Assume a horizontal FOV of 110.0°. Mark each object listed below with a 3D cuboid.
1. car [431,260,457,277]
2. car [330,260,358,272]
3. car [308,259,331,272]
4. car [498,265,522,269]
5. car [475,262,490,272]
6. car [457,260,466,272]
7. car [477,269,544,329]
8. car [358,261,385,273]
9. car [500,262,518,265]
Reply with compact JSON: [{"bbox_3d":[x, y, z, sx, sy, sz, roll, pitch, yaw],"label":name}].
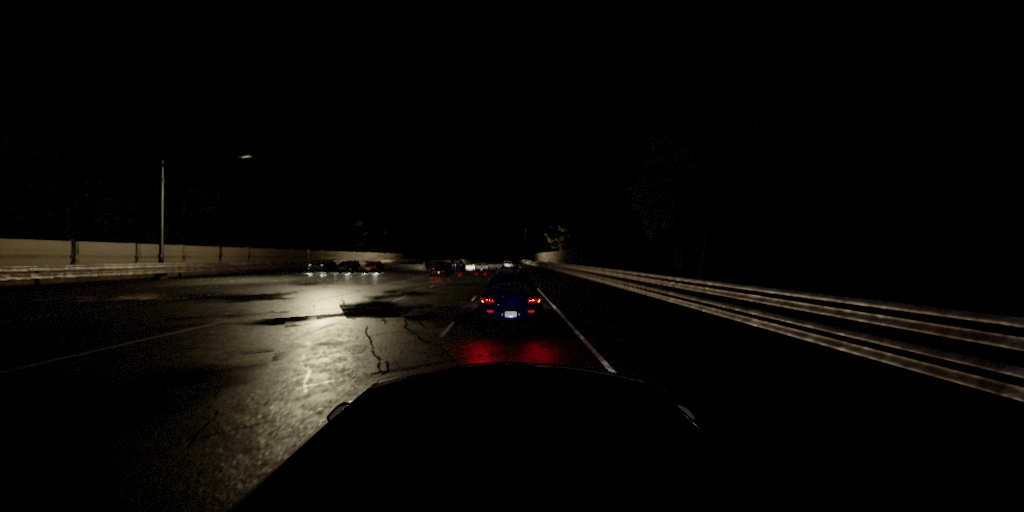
[{"bbox_3d":[-7.337,1.382,38.080,1.837,1.490,4.892,0,0,-1],"label":"car"},{"bbox_3d":[-21.762,1.382,47.718,1.837,1.490,4.892,0,0,-1],"label":"car"},{"bbox_3d":[-25.255,1.210,47.962,2.097,1.767,4.553,1,-1,-1],"label":"car"},{"bbox_3d":[-0.145,1.421,21.784,1.895,1.301,4.718,0,0,-1],"label":"car"},{"bbox_3d":[-4.153,1.550,50.417,1.895,1.301,4.718,0,0,-2],"label":"car"},{"bbox_3d":[-7.637,1.286,49.756,2.097,1.767,4.553,0,0,-2],"label":"car"},{"bbox_3d":[-0.043,1.303,11.247,1.812,1.442,4.674,0,0,0],"label":"car"},{"bbox_3d":[-18.256,1.413,47.584,1.812,1.442,4.674,0,0,-2],"label":"car"},{"bbox_3d":[-0.192,1.357,31.129,2.128,1.511,4.902,0,0,-1],"label":"car"}]
